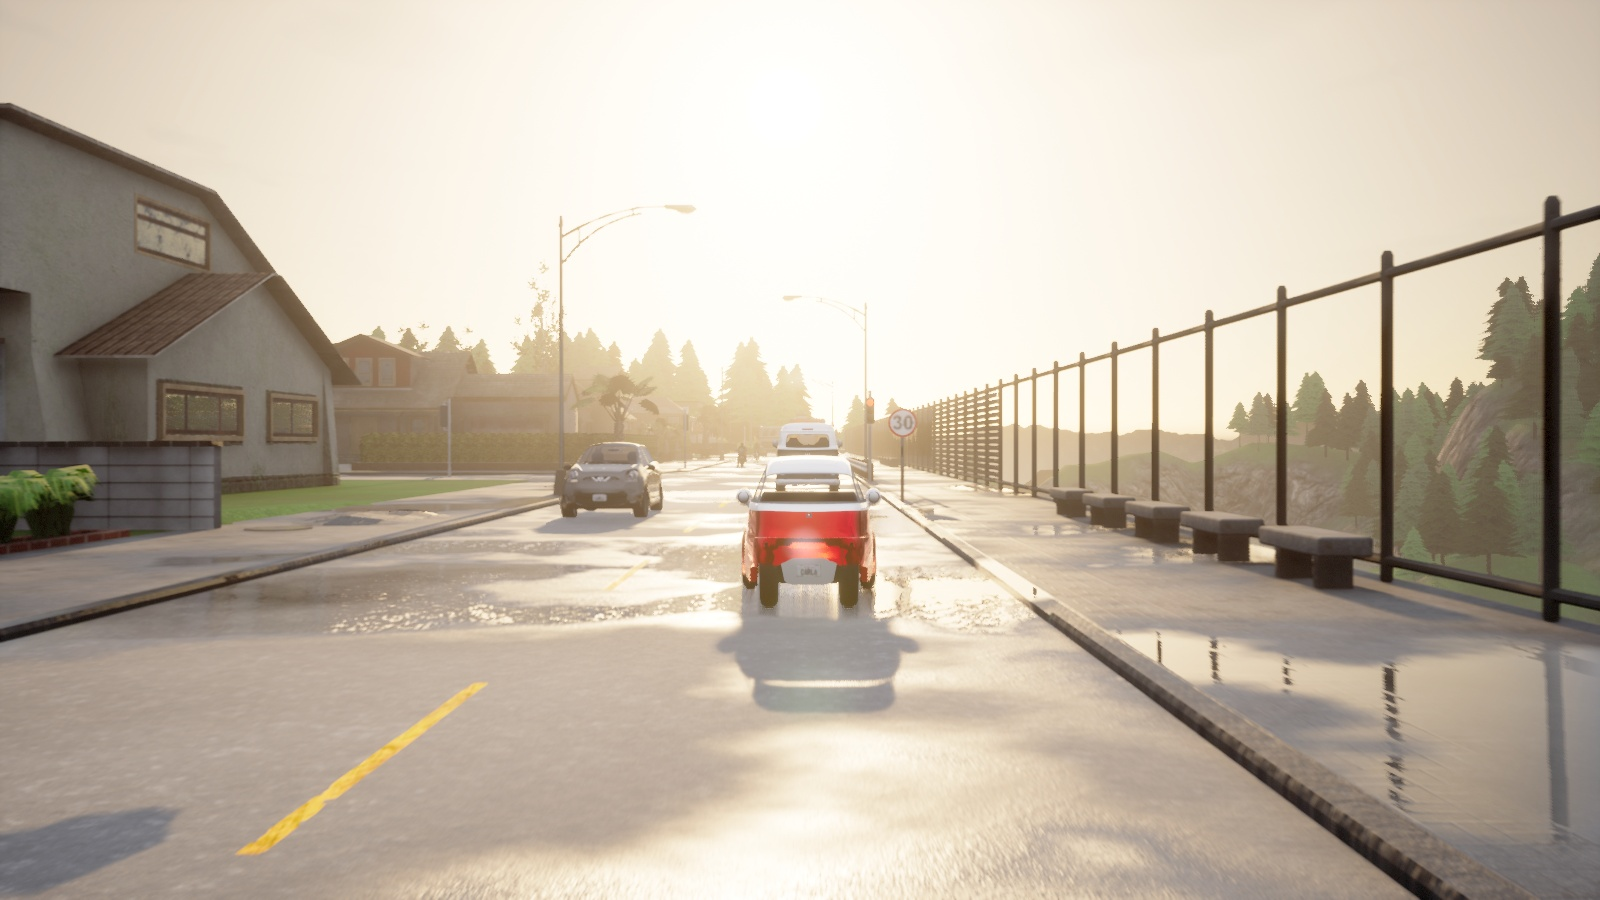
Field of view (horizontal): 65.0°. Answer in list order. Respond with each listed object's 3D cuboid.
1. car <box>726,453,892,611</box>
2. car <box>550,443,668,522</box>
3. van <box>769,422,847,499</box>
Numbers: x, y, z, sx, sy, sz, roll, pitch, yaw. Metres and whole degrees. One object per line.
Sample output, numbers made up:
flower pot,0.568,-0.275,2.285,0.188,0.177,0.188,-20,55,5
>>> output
car,0.085,0.732,12.270,1.481,1.376,2.207,0,1,0
car,-3.838,0.612,25.773,1.845,1.501,3.633,0,0,0
van,0.217,0.271,35.395,2.069,2.038,4.480,0,0,0
